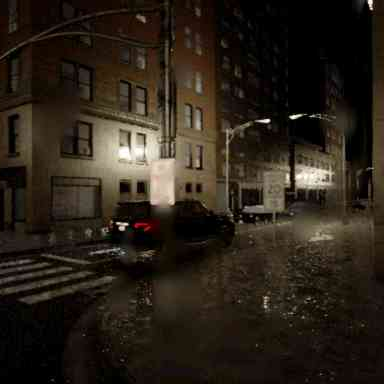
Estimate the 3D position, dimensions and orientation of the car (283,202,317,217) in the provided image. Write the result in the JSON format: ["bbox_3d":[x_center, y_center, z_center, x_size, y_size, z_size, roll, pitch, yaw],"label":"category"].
[{"bbox_3d":[10.828,1.673,32.950,2.033,1.411,5.357,-1,0,37],"label":"car"}]

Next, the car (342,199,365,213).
[{"bbox_3d":[19.374,1.620,39.803,2.128,1.511,4.902,-1,-1,36],"label":"car"}]

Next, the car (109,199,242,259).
[{"bbox_3d":[-0.571,1.284,13.029,2.150,2.045,5.566,-1,-1,41],"label":"car"}]

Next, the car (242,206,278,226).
[{"bbox_3d":[4.596,1.703,24.324,1.895,1.301,4.718,-1,0,36],"label":"car"}]
